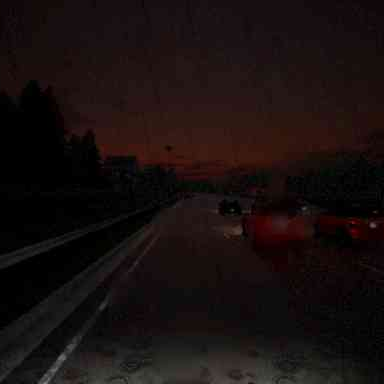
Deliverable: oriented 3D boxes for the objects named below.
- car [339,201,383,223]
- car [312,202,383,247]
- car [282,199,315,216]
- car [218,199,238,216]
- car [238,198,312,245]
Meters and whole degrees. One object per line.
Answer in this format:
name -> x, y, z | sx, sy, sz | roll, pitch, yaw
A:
car -> 14.108, 1.509, 26.883 | 2.033, 1.411, 5.357 | 0, 0, 0
car -> 7.103, 1.330, 15.148 | 2.097, 1.767, 4.553 | 0, 0, 0
car -> 10.597, 1.478, 33.360 | 1.812, 1.442, 4.674 | 0, 0, 0
car -> 3.611, 1.445, 32.308 | 2.128, 1.511, 4.902 | 0, 0, 0
car -> 3.605, 1.330, 15.422 | 2.097, 1.767, 4.553 | 0, 0, 0
